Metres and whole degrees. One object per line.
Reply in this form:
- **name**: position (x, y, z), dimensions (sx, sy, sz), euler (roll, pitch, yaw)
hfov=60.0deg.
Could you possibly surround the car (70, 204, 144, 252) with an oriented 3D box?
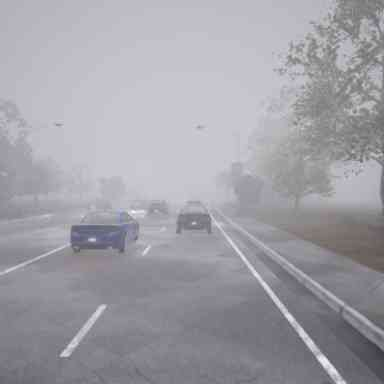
- **car**: position (-3.408, 1.477, 13.840), dimensions (1.882, 1.535, 5.008), euler (0, 0, 0)

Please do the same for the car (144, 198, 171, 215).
- **car**: position (-3.291, 1.503, 33.616), dimensions (1.837, 1.490, 4.892), euler (0, 0, 1)

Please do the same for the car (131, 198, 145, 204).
- **car**: position (-6.689, 1.489, 43.196), dimensions (2.128, 1.511, 4.902), euler (0, 0, 3)

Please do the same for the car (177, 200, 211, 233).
- **car**: position (0.107, 1.476, 19.795), dimensions (1.882, 1.535, 5.008), euler (0, 0, 0)

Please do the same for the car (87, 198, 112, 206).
- **car**: position (-10.386, 1.489, 37.529), dimensions (2.128, 1.511, 4.902), euler (0, 0, 2)
